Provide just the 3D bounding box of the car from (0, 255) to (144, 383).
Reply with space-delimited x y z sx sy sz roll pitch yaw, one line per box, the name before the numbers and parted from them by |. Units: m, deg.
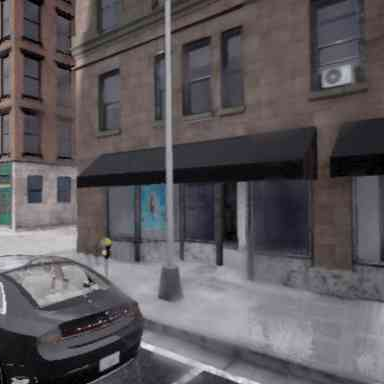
car | -2.662 1.608 4.877 4.403 1.369 2.008 -1 -1 36
